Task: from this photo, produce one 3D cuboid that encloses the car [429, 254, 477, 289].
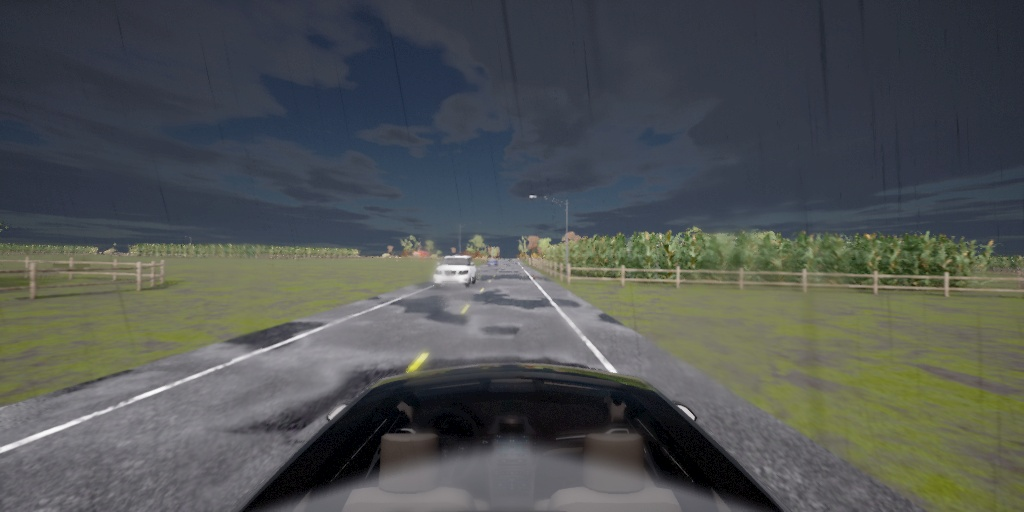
[{"bbox_3d":[-3.600,0.965,23.627,2.150,2.045,5.566,0,0,0],"label":"car"}]
